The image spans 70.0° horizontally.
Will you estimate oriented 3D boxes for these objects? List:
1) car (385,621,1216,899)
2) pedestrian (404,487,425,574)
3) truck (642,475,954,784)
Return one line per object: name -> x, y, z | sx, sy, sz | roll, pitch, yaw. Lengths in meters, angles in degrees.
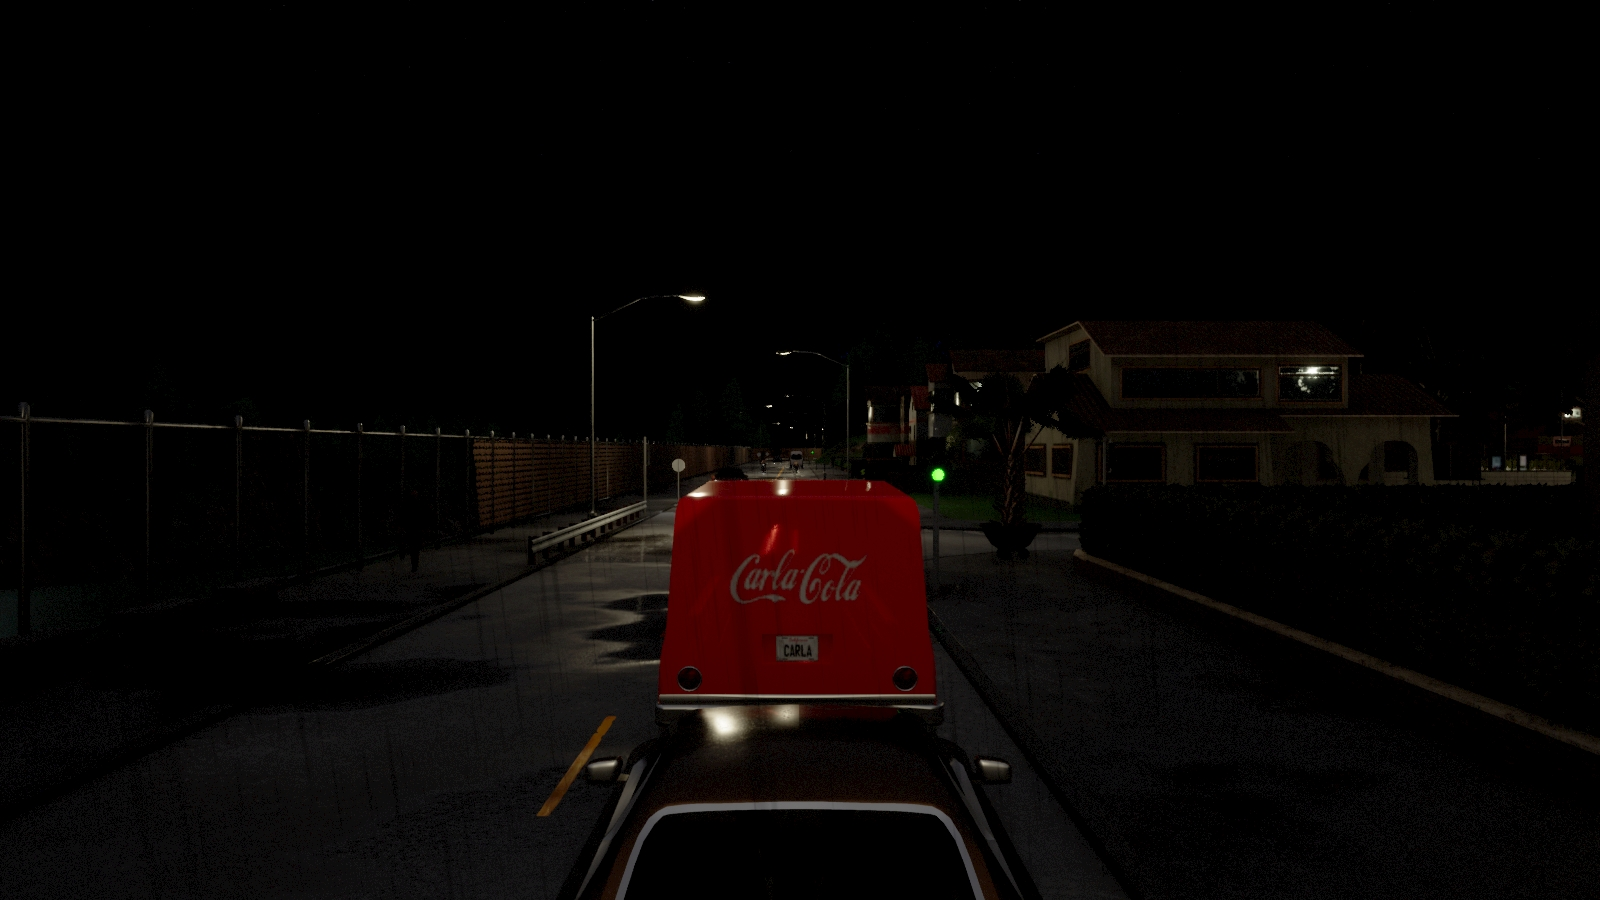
car -> -0.006, 1.989, 5.238 | 2.152, 1.651, 5.027 | 0, 0, 0
pedestrian -> -8.332, 1.735, 24.702 | 0.375, 1.860, 0.375 | 0, 0, -8
truck -> -0.025, 1.566, 12.213 | 2.627, 2.467, 5.204 | 0, 0, 0
